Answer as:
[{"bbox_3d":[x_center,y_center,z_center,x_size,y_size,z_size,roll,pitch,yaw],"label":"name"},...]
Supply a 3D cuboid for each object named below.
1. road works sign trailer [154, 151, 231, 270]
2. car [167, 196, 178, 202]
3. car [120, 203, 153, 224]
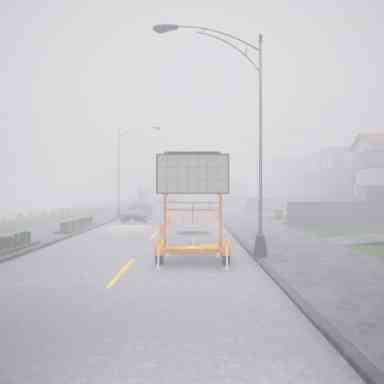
[{"bbox_3d":[0.022,0.464,11.029,2.380,3.560,2.880,0,0,0],"label":"road works sign trailer"},{"bbox_3d":[-3.878,1.562,66.701,1.994,1.385,4.181,0,0,1],"label":"car"},{"bbox_3d":[-4.048,1.547,25.178,2.033,1.411,5.357,0,0,0],"label":"car"}]
